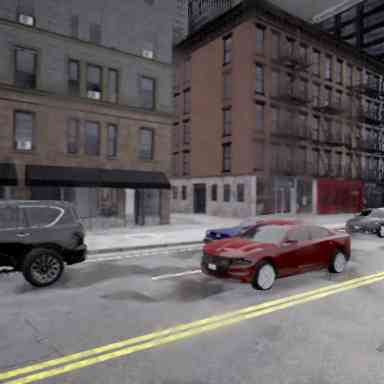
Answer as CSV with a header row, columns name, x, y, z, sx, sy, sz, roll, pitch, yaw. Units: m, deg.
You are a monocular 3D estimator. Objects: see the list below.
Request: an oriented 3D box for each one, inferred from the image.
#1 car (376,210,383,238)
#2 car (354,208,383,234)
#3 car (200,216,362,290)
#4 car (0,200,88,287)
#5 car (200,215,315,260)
name,x,y,z,sx,sy,sz,roll,pitch,yaw
car,10.715,1.693,15.276,4.892,1.490,1.837,1,0,-35
car,10.920,1.720,19.417,4.892,1.490,1.837,1,0,-35
car,2.530,1.559,9.459,5.008,1.535,1.882,1,-1,-35
car,-5.342,1.223,7.851,5.566,2.045,2.150,1,0,-37
car,2.780,1.711,13.615,4.718,1.301,1.895,1,0,-35
